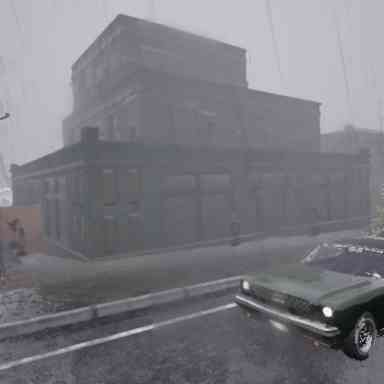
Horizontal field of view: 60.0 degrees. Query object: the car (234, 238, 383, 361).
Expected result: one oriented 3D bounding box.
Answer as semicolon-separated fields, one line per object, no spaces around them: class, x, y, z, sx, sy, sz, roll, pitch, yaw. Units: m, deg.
car;3.033;1.588;6.019;4.718;1.301;1.895;0;0;-35
